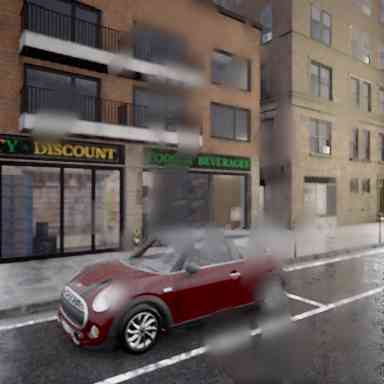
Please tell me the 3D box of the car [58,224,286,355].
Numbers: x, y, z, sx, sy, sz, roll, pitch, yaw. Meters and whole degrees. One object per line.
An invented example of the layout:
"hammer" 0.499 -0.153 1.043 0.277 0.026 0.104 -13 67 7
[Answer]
"car" -0.216 1.454 6.039 4.097 1.590 1.967 0 0 -36
